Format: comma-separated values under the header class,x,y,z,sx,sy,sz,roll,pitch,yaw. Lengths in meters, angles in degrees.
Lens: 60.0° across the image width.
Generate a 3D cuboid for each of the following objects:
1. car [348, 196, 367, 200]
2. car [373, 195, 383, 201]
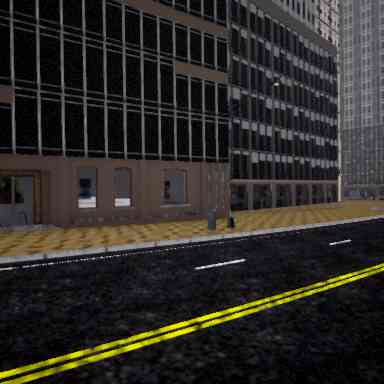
class,x,y,z,sx,sy,sz,roll,pitch,yaw
car,40.270,1.390,81.039,1.802,1.307,4.206,-1,1,-45
car,44.252,1.409,76.981,1.947,1.339,4.313,-1,1,-45
